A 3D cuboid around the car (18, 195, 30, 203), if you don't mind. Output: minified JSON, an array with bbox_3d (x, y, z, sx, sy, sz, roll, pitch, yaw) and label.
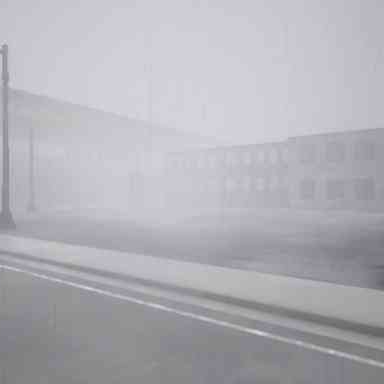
[{"bbox_3d":[-30.721,1.263,60.917,1.853,1.218,4.536,0,0,-24],"label":"car"}]

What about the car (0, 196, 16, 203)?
[{"bbox_3d":[-34.273,1.268,59.642,4.536,1.218,1.853,0,0,6],"label":"car"}]

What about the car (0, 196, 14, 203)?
[{"bbox_3d":[-34.221,1.425,59.637,4.974,1.542,2.038,0,0,6],"label":"car"}]

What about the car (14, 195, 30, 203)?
[{"bbox_3d":[-30.700,1.420,60.870,2.038,1.542,4.974,0,0,-24],"label":"car"}]
